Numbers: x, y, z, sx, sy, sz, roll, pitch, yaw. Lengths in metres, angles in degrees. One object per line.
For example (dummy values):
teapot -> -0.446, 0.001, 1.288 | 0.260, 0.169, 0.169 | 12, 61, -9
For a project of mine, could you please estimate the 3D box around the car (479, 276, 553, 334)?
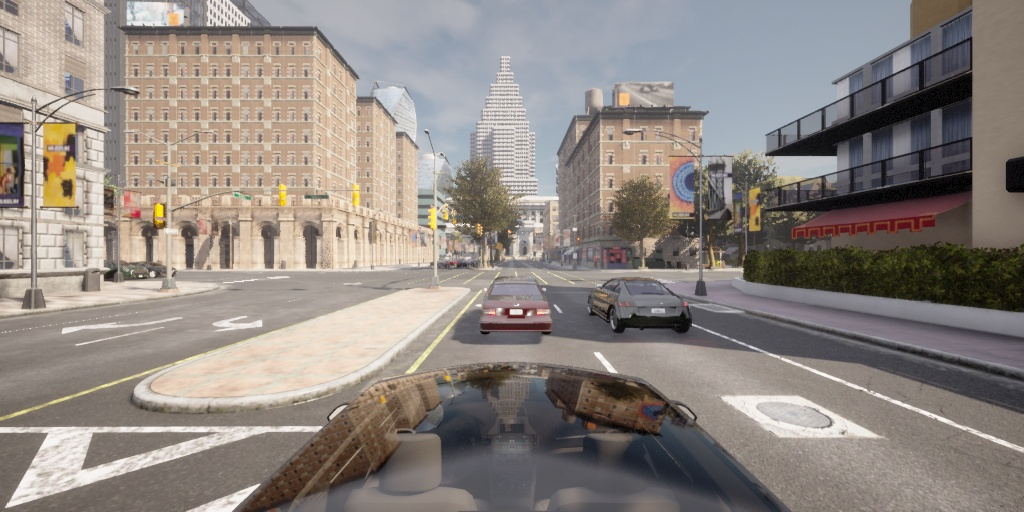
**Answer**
car -> 0.091, 1.297, 10.541 | 2.033, 1.411, 5.357 | 0, 0, 0

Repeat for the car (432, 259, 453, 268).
car -> -11.634, 1.276, 60.276 | 1.812, 1.442, 4.674 | 0, 0, 0

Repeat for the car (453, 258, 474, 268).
car -> -8.133, 1.351, 60.398 | 1.895, 1.301, 4.718 | 0, 0, 0

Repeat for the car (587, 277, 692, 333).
car -> 3.588, 1.314, 10.801 | 1.994, 1.385, 4.181 | 0, 0, 0

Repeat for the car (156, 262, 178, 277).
car -> -34.195, 1.255, 33.522 | 4.892, 1.490, 1.837 | 0, 0, 0

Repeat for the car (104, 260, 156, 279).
car -> -33.352, 1.102, 30.026 | 4.553, 1.767, 2.097 | 0, 0, 0
